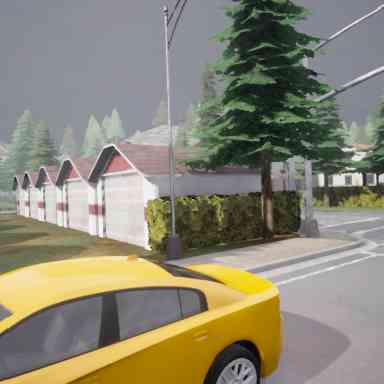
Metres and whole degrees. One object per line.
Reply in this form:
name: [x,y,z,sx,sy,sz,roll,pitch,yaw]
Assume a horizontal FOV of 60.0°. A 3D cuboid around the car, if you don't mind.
car: [-1.298,1.455,3.066,5.008,1.535,1.882,-2,1,-35]
